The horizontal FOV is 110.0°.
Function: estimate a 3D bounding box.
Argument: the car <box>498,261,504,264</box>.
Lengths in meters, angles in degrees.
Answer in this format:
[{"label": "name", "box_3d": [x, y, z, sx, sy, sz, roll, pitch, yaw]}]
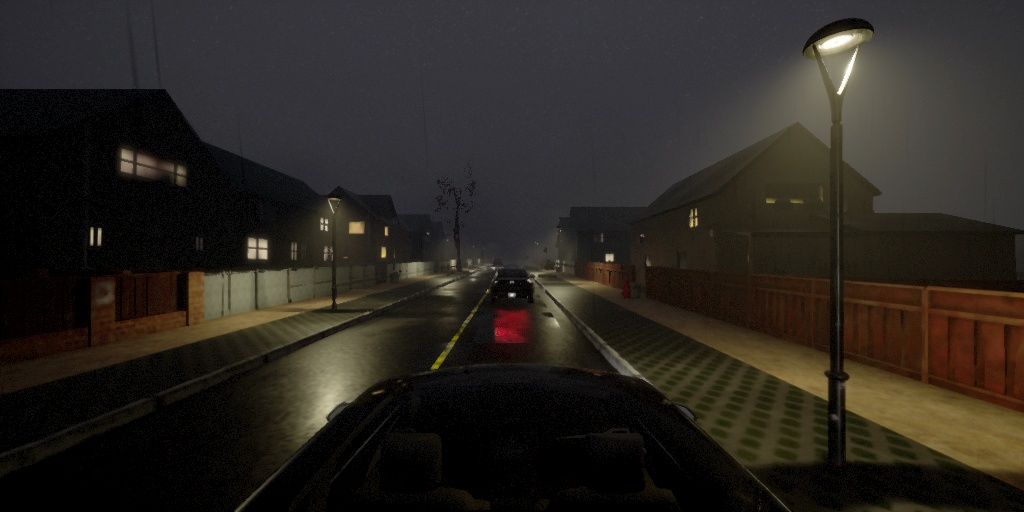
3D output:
[{"label": "car", "box_3d": [0.000, 1.358, 31.508, 1.994, 1.385, 4.181, 0, 0, 0]}]

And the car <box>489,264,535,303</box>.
[{"label": "car", "box_3d": [0.000, 1.277, 16.505, 1.837, 1.490, 4.892, 0, 0, 0]}]
